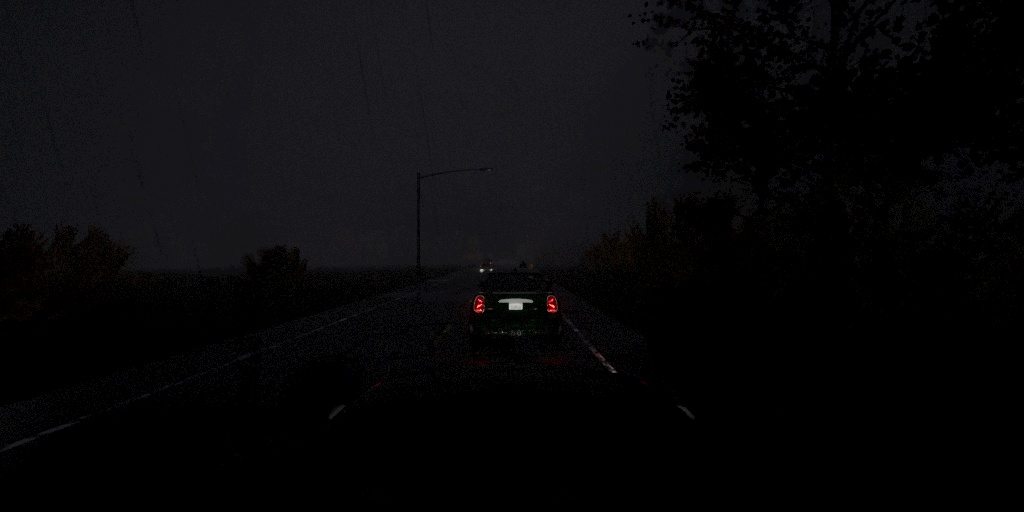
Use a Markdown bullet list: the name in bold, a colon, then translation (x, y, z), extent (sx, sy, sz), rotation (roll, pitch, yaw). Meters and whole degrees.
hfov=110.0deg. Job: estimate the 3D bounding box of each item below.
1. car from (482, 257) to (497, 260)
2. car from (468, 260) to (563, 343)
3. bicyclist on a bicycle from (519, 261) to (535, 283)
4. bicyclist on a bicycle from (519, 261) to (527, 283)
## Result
- **car**: translation (-4.023, 1.086, 57.585), extent (2.097, 1.767, 4.553), rotation (0, 0, -1)
- **car**: translation (0.073, 1.099, 9.795), extent (2.097, 1.767, 4.553), rotation (0, 0, 0)
- **bicyclist on a bicycle**: translation (0.905, 1.181, 17.139), extent (0.866, 1.612, 1.509), rotation (0, 0, 0)
- **bicyclist on a bicycle**: translation (0.843, 1.193, 27.256), extent (0.582, 1.620, 1.656), rotation (0, 0, 0)
